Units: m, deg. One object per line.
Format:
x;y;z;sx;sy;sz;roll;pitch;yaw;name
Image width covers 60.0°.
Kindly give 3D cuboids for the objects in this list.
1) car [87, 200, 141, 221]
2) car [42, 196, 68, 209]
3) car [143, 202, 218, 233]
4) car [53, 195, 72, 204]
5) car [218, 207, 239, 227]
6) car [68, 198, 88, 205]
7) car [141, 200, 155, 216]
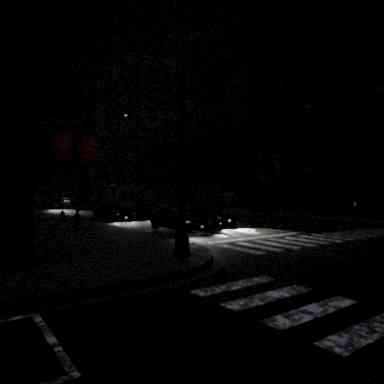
-6.507;1.557;27.345;2.033;1.411;5.357;0;0;-36;car
-18.543;1.470;44.145;2.128;1.511;4.902;0;0;-35;car
-0.816;1.551;19.480;1.812;1.442;4.674;0;0;-36;car
-25.306;1.454;64.906;2.128;1.511;4.902;0;0;-36;car
1.163;1.598;22.258;1.994;1.385;4.181;0;0;-36;car
-19.231;1.584;56.479;1.895;1.301;4.718;0;0;-36;car
-3.914;1.523;29.312;1.837;1.490;4.892;0;1;-36;car
